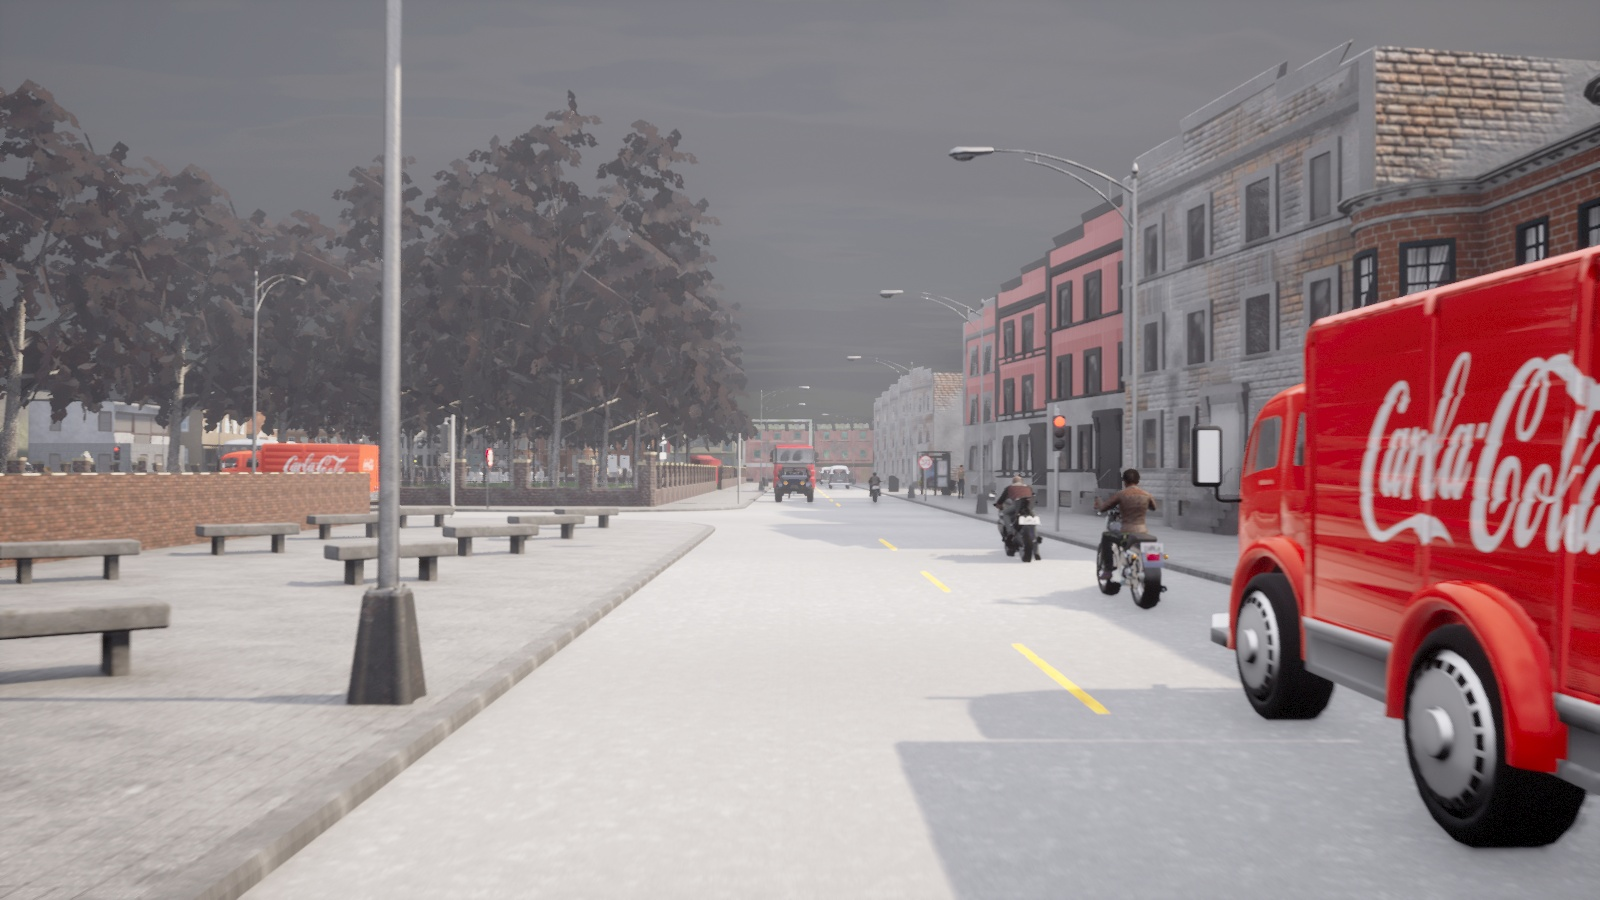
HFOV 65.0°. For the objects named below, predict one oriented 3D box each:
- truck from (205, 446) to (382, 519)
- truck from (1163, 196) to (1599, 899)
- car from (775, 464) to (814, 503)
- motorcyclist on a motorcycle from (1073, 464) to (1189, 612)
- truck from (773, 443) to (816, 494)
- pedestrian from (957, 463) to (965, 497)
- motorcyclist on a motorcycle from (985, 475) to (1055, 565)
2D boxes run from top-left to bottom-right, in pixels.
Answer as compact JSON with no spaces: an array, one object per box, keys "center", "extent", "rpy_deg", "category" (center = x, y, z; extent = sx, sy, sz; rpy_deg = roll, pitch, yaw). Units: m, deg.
[{"center":[-17.834,1.144,44.461],"extent":[5.204,2.467,2.627],"rpy_deg":[0,-1,-1],"category":"truck"},{"center":[3.981,0.422,6.579],"extent":[2.627,2.467,5.204],"rpy_deg":[0,-1,0],"category":"truck"},{"center":[-0.265,1.681,63.855],"extent":[1.905,1.878,3.866],"rpy_deg":[0,-1,0],"category":"car"},{"center":[3.959,1.004,15.233],"extent":[0.766,1.649,2.350],"rpy_deg":[0,-1,0],"category":"motorcyclist on a motorcycle"},{"center":[-0.408,1.343,90.146],"extent":[2.891,3.462,7.936],"rpy_deg":[0,-1,0],"category":"truck"},{"center":[8.681,1.622,67.638],"extent":[0.345,1.836,0.594],"rpy_deg":[0,-1,-2],"category":"pedestrian"},{"center":[3.926,1.212,22.583],"extent":[0.866,1.530,2.191],"rpy_deg":[0,-1,0],"category":"motorcyclist on a motorcycle"}]
